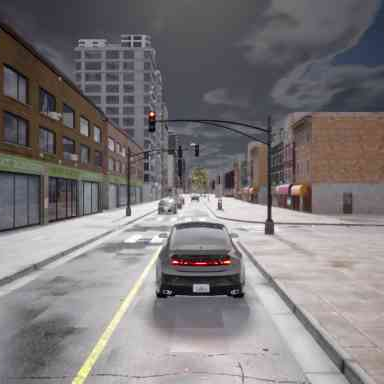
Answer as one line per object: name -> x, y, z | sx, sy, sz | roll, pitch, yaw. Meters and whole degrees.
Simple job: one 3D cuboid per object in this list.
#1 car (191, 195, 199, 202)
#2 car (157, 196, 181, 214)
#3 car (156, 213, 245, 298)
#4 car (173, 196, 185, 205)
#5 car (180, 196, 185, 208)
car -> 0.724, 1.465, 75.097 | 1.837, 1.490, 4.892 | 0, 0, 1
car -> -2.527, 1.492, 35.141 | 2.128, 1.511, 4.902 | 0, 0, 0
car -> 0.174, 1.505, 8.485 | 1.837, 1.490, 4.892 | 0, 0, 0
car -> -2.273, 1.464, 58.624 | 1.882, 1.535, 5.008 | 0, 1, 1
car -> -2.424, 1.348, 45.146 | 2.097, 1.767, 4.553 | 0, 0, 1
